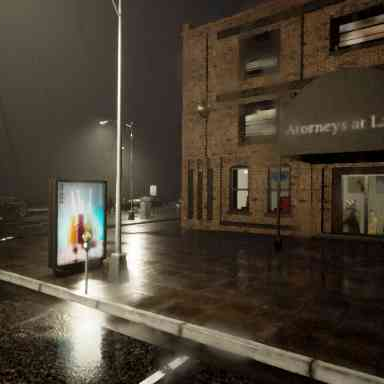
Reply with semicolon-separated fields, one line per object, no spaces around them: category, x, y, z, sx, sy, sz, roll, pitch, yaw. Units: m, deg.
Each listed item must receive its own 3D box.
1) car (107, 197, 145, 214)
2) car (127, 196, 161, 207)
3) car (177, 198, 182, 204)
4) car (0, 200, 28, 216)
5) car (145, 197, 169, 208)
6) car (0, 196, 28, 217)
car;-7.407;1.340;33.150;1.882;1.535;5.008;1;1;36
car;-6.521;1.315;45.748;1.895;1.301;4.718;1;1;36
car;-0.410;1.181;54.074;1.812;1.442;4.674;1;1;37
car;-17.740;1.429;30.340;1.895;1.301;4.718;1;1;33
car;-5.148;1.315;42.127;2.033;1.411;5.357;1;1;36
car;-16.000;1.232;27.128;2.097;1.767;4.553;1;1;35
